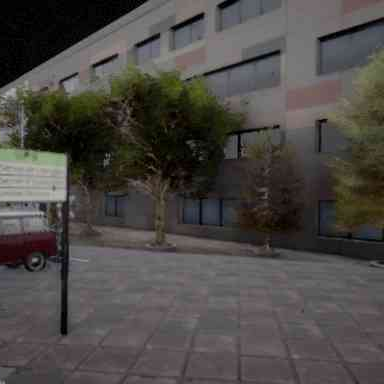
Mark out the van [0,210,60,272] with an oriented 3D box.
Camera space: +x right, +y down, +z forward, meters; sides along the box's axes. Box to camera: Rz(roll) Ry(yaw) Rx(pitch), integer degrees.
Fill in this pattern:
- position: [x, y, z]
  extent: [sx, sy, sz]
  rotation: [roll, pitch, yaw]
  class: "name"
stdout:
- position: [-6.291, 1.594, 10.208]
  extent: [1.878, 1.987, 4.442]
  rotation: [-3, -3, 37]
  class: "van"
